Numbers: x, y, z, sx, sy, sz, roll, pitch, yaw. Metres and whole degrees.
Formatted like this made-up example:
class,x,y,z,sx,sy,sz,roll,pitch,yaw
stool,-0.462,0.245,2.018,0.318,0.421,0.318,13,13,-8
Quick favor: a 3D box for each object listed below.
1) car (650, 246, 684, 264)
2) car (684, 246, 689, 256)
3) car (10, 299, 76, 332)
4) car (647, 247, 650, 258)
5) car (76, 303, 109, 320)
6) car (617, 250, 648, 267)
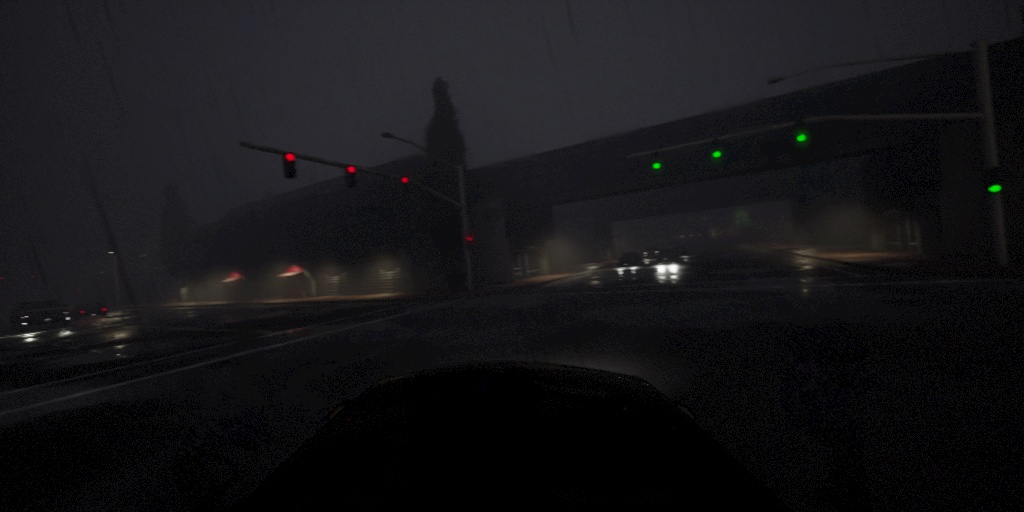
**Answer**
class,x,y,z,sx,sy,sz,roll,pitch,yaw
car,15.571,-0.053,35.836,2.128,1.511,4.902,-5,0,29
car,24.426,-0.747,51.819,2.033,1.411,5.357,-5,0,29
car,-34.102,4.216,25.863,5.566,2.045,2.150,-5,0,30
car,20.504,-0.580,51.994,2.097,1.767,4.553,-5,0,29
car,-39.212,5.100,33.080,4.718,1.301,1.895,-5,0,31
car,12.217,0.317,36.966,2.033,1.411,5.357,-5,0,29
